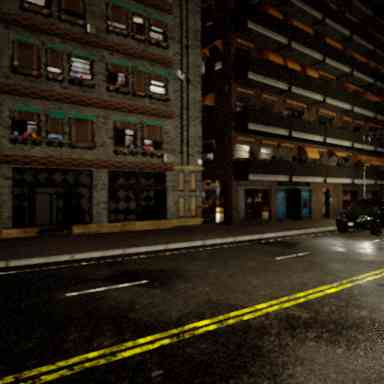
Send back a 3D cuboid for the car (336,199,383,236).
[{"bbox_3d":[11.002,1.448,20.213,5.566,2.045,2.150,1,-1,-38],"label":"car"}]
